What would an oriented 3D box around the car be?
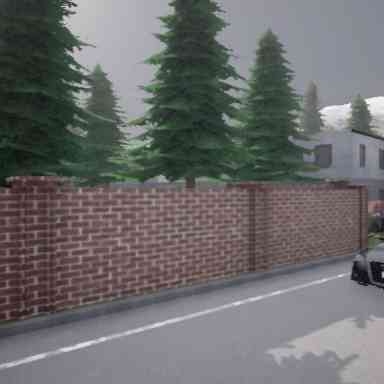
[{"bbox_3d":[5.690,1.543,7.995,4.181,1.385,1.994,0,0,-35],"label":"car"}]
